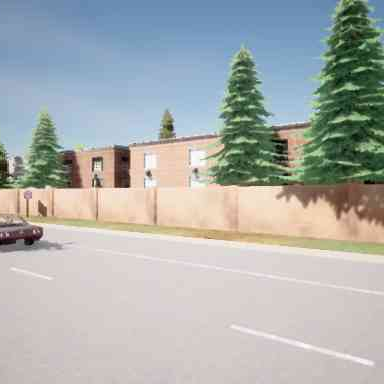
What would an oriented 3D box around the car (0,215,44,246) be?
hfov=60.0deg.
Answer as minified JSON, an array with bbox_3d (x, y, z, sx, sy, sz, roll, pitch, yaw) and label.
[{"bbox_3d":[-8.401,1.614,14.039,4.718,1.301,1.895,0,0,35],"label":"car"}]
